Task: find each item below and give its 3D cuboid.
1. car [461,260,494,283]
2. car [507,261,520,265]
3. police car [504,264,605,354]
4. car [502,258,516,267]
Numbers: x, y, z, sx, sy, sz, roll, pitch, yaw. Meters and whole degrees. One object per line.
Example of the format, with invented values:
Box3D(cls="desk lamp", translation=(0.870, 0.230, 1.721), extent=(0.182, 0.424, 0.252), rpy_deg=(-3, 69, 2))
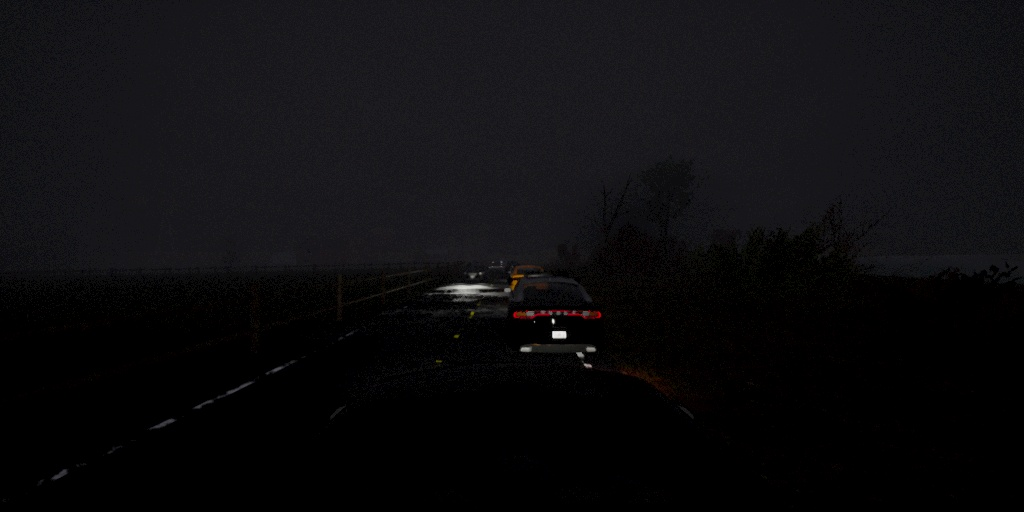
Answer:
Box3D(cls="car", translation=(-2.839, 1.231, 28.172), extent=(2.128, 1.511, 4.902), rpy_deg=(0, 0, 0))
Box3D(cls="car", translation=(0.832, 1.219, 18.744), extent=(1.882, 1.535, 5.008), rpy_deg=(0, 0, 0))
Box3D(cls="police car", translation=(0.828, 1.171, 8.853), extent=(1.930, 1.638, 5.238), rpy_deg=(0, 0, 0))
Box3D(cls="car", translation=(0.063, 1.311, 46.642), extent=(1.994, 1.385, 4.181), rpy_deg=(0, 0, 0))
